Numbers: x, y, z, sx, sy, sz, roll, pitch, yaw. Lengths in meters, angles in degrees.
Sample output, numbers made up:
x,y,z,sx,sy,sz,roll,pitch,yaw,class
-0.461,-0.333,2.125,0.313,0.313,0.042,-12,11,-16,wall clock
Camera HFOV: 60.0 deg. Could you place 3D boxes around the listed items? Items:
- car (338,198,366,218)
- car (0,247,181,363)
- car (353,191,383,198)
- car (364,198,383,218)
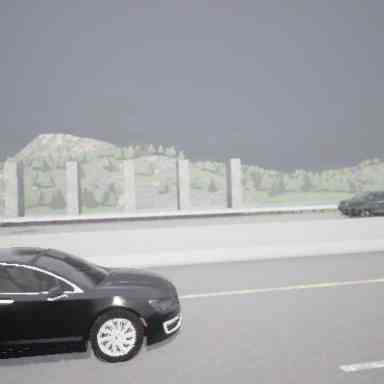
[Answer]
x,y,z,sx,sy,sz,roll,pitch,yaw,class
14.245,1.348,25.828,4.718,1.301,1.895,-2,-1,-9,car
-2.623,1.653,5.181,4.892,1.490,1.837,-2,0,-9,car
15.905,0.947,29.649,5.566,2.045,2.150,-1,-1,-9,car
14.865,1.242,22.385,5.357,1.411,2.033,-2,-1,-9,car
